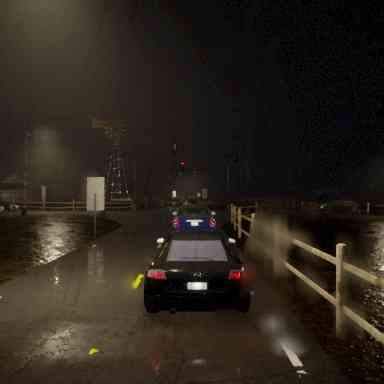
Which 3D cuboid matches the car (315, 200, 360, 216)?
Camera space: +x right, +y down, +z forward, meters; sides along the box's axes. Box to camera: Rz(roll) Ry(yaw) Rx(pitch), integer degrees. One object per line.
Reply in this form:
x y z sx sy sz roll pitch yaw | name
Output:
16.315 1.730 37.614 4.553 1.767 2.097 1 -2 0 | car

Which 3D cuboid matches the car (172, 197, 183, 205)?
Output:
-2.757 1.731 65.200 1.882 1.535 5.008 0 0 1 | car

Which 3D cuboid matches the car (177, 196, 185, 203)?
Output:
-2.700 1.883 85.280 1.882 1.535 5.008 0 0 0 | car

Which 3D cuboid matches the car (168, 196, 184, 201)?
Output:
-2.813 1.681 55.396 2.128 1.511 4.902 0 0 0 | car

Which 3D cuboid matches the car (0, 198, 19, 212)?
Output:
-20.292 1.292 34.000 4.892 1.490 1.837 1 -2 0 | car

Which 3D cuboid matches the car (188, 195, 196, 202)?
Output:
0.052 1.788 87.943 2.097 1.767 4.553 0 -1 0 | car

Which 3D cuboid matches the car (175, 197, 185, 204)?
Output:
-2.709 1.879 75.151 1.994 1.385 4.181 0 0 0 | car

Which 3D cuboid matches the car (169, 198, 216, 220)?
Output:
0.104 1.380 16.321 2.097 1.767 4.553 0 0 0 | car

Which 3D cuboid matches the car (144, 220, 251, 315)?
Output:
0.101 1.573 7.678 1.994 1.385 4.181 0 0 0 | car

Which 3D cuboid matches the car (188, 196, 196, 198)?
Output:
0.126 1.784 65.862 1.812 1.442 4.674 0 0 0 | car
